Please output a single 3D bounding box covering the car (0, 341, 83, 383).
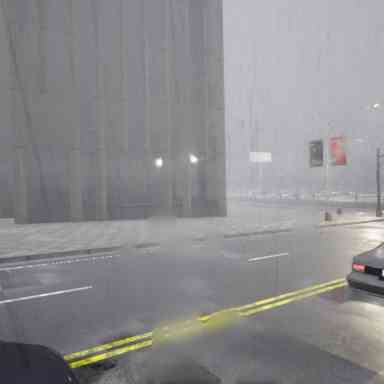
[{"bbox_3d":[-2.549,1.565,1.595,4.181,1.385,1.994,0,0,-36],"label":"car"}]

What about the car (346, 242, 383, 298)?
[{"bbox_3d":[5.642,1.542,7.530,5.357,1.411,2.033,0,0,-36],"label":"car"}]
